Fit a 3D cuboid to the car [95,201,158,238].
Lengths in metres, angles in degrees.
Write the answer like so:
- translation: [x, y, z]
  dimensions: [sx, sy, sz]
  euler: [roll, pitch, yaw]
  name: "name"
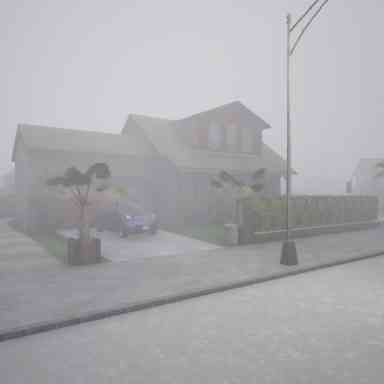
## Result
- translation: [-3.041, 1.174, 15.278]
  dimensions: [1.845, 1.501, 3.633]
  euler: [0, 0, -38]
  name: "car"
